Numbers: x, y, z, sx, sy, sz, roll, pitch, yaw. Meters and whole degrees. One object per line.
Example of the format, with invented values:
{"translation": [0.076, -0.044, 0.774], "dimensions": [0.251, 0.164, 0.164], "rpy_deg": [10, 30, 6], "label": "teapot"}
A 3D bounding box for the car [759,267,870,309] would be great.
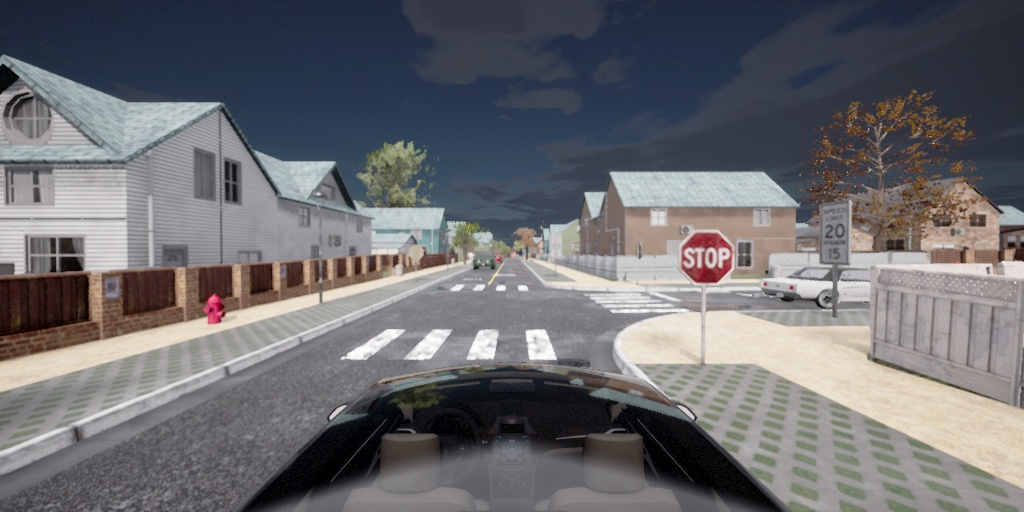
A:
{"translation": [11.417, 1.030, 12.305], "dimensions": [4.718, 1.301, 1.895], "rpy_deg": [-1, 1, 0], "label": "car"}

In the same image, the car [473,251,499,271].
{"translation": [-2.840, 0.435, 38.031], "dimensions": [2.150, 2.045, 5.566], "rpy_deg": [0, 1, 0], "label": "car"}

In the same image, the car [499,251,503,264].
{"translation": [-2.766, 0.197, 60.275], "dimensions": [2.150, 2.045, 5.566], "rpy_deg": [0, 0, 0], "label": "car"}
